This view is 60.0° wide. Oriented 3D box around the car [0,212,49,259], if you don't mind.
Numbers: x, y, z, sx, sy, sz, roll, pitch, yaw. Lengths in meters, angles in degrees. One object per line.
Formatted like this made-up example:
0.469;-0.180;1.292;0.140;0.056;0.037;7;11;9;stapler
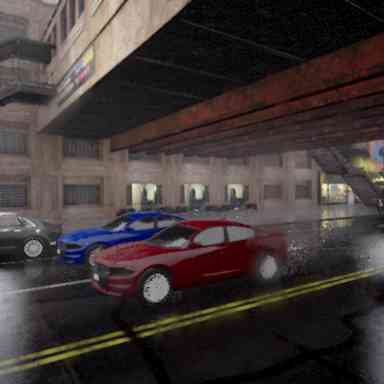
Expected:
-6.843;1.467;11.197;4.892;1.521;2.231;-1;0;-24;car

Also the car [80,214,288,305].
0.149;1.425;8.115;5.008;1.535;1.882;-1;0;-33;car

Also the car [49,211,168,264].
-1.782;1.423;11.034;5.008;1.535;1.882;-1;0;-33;car
